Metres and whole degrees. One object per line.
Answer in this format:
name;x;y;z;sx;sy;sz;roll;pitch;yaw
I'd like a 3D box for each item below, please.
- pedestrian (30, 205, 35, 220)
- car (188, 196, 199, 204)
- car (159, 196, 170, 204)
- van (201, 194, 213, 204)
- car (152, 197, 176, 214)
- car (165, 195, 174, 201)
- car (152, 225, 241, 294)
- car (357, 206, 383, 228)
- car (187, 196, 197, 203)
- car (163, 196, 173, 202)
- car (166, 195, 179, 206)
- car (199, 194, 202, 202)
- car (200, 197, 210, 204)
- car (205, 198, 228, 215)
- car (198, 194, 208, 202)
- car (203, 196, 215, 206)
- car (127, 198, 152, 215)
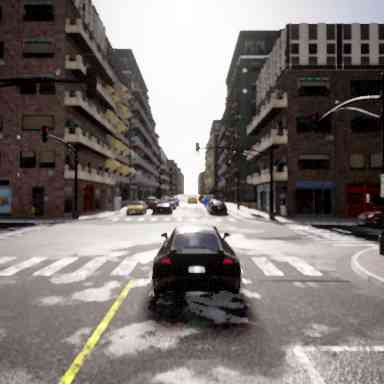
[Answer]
pedestrian;-12.540;1.610;26.235;0.500;1.100;0.500;0;-1;1
car;0.097;1.541;65.063;1.882;1.535;5.008;0;0;0
car;-5.680;1.611;68.657;1.887;1.381;4.507;1;0;0
van;2.704;1.390;51.729;1.690;1.788;3.998;1;0;0
car;-3.100;1.596;35.791;1.994;1.385;4.181;0;0;0
car;-5.679;1.526;85.585;1.967;1.590;4.097;1;0;0
car;0.100;1.572;8.851;1.994;1.385;4.181;0;0;0
car;13.641;1.620;22.987;4.097;1.590;1.967;0;-1;1
car;-0.004;1.600;75.336;2.128;1.511;4.902;0;0;0
car;-5.681;1.630;79.942;2.008;1.369;4.403;1;0;0
car;-3.098;1.519;44.508;1.882;1.535;5.008;0;0;0
car;2.701;1.586;63.184;1.752;1.417;4.829;1;0;0
car;2.699;1.649;68.657;1.802;1.307;4.206;1;0;0
car;2.701;1.598;34.801;1.947;1.339;4.313;1;0;0
car;2.703;1.395;79.942;2.192;1.841;5.009;1;0;0
car;2.701;1.588;40.444;2.008;1.369;4.403;1;0;0
car;-5.677;1.557;34.631;1.752;1.417;4.829;1;0;0
